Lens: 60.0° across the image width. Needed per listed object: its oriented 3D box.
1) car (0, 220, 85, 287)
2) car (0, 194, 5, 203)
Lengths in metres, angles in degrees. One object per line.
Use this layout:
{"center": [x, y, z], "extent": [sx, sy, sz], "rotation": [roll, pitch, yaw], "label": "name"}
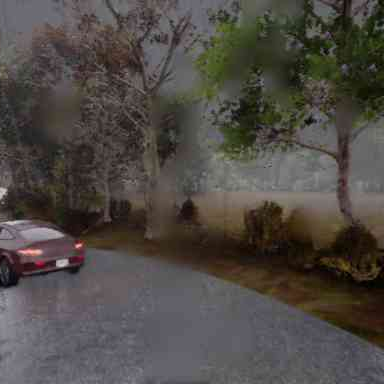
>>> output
{"center": [-4.817, 1.529, 9.412], "extent": [4.674, 1.442, 1.812], "rotation": [0, 0, 41], "label": "car"}
{"center": [-35.480, 1.495, 59.976], "extent": [1.994, 1.385, 4.181], "rotation": [-1, 1, -19], "label": "car"}
